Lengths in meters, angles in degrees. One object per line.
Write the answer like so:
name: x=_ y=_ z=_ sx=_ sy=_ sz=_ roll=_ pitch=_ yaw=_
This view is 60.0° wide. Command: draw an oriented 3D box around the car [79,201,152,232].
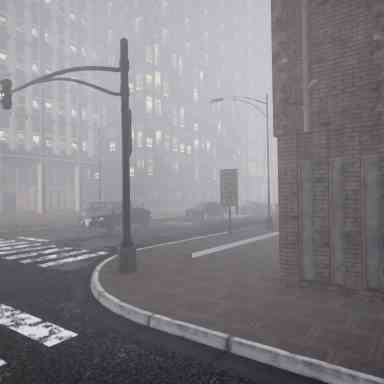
car: x=-4.599 y=1.558 z=20.949 sx=2.128 sy=1.511 sz=4.902 roll=-1 pitch=-1 yaw=34

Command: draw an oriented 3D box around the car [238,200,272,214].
car: x=7.282 y=1.707 z=37.485 sx=1.895 sy=1.301 sz=4.718 roll=-1 pitch=-1 yaw=36

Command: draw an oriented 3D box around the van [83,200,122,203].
van: x=-5.974 y=1.460 z=23.464 sx=1.690 sy=1.788 sz=3.998 roll=-2 pitch=-1 yaw=36

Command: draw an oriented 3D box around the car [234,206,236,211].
car: x=6.865 y=1.689 z=41.370 sx=1.752 sy=1.417 sz=4.829 roll=-2 pitch=-1 yaw=36

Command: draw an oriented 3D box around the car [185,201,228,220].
car: x=1.329 y=1.563 z=29.197 sx=1.882 sy=1.535 sz=5.008 roll=-1 pitch=-1 yaw=36
